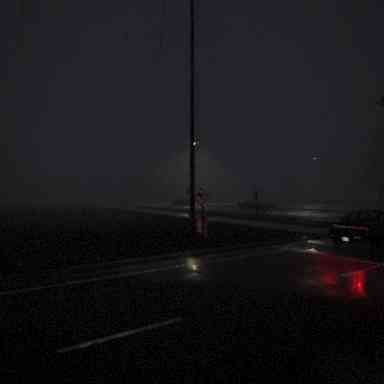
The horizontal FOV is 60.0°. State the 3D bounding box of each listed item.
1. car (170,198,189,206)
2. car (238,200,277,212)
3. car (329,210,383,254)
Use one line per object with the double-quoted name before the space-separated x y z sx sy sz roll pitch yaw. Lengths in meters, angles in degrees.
"car" -1.466 1.579 52.751 1.895 1.301 4.718 0 0 -35
"car" 7.726 1.580 39.431 1.895 1.301 4.718 0 0 -35
"car" 7.522 1.482 13.419 4.902 1.511 2.128 0 0 -35
